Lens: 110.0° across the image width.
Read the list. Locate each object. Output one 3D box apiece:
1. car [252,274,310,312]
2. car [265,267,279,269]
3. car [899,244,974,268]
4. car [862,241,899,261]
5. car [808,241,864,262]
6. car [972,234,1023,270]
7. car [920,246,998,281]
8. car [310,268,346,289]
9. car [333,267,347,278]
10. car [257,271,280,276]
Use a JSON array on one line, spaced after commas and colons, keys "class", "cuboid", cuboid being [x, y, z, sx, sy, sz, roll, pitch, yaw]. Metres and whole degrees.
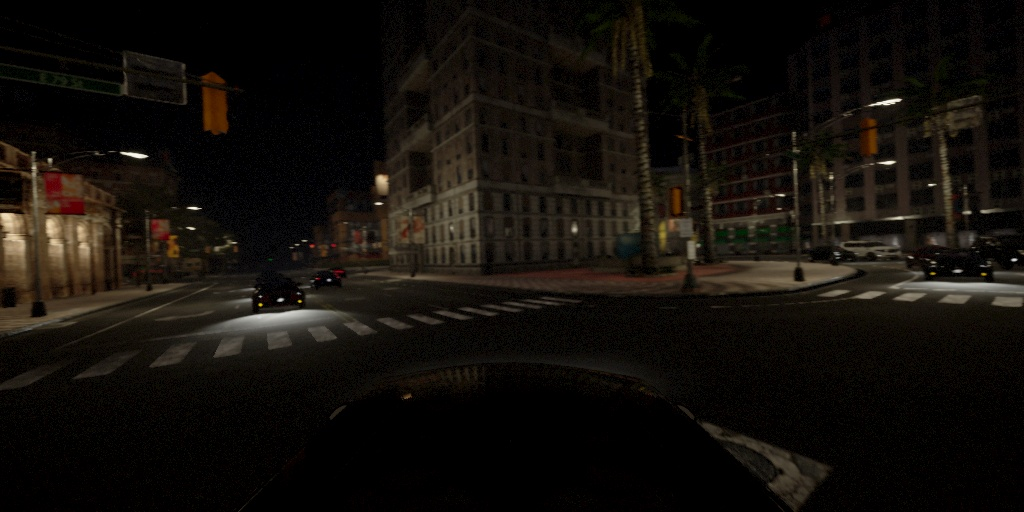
[{"class": "car", "cuboid": [-11.148, 1.765, 17.123, 1.994, 1.385, 4.181, -2, 0, -35]}, {"class": "car", "cuboid": [-24.494, 2.244, 36.233, 1.837, 1.490, 4.892, -2, 1, -35]}, {"class": "car", "cuboid": [27.480, 0.129, 23.409, 1.812, 1.442, 4.674, -2, 0, 35]}, {"class": "car", "cuboid": [36.450, -0.554, 36.781, 2.150, 2.045, 5.566, -2, 0, 8]}, {"class": "car", "cuboid": [32.888, -0.276, 36.861, 2.097, 1.767, 4.553, -2, 0, 8]}, {"class": "car", "cuboid": [30.678, -0.307, 21.961, 2.150, 2.045, 5.566, -2, 0, 34]}, {"class": "car", "cuboid": [21.433, 0.420, 17.274, 4.181, 1.385, 1.994, -2, 0, -39]}, {"class": "car", "cuboid": [-15.621, 1.942, 29.984, 1.994, 1.385, 4.181, -2, 0, -35]}, {"class": "car", "cuboid": [-22.211, 2.145, 45.330, 1.837, 1.490, 4.892, -2, 0, -35]}, {"class": "car", "cuboid": [-16.819, 1.956, 25.250, 1.812, 1.442, 4.674, -2, 0, -35]}]
